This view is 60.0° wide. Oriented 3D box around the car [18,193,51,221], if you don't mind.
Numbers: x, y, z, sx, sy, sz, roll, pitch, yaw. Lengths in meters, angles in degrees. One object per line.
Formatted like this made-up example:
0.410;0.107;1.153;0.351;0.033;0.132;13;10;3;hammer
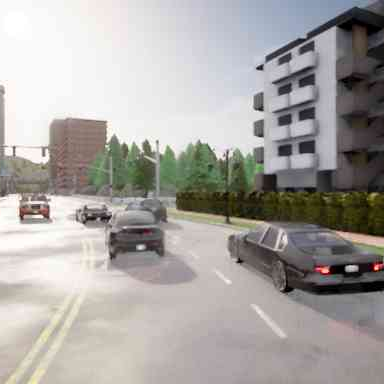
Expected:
-13.057;1.135;27.526;2.150;2.045;5.566;-1;0;-28;car

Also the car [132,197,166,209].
-3.460;1.231;24.175;2.097;1.767;4.553;-1;0;-25;car

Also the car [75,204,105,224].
-7.134;1.504;23.867;1.895;1.301;4.718;-1;0;-27;car

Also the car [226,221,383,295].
2.505;1.480;8.721;2.033;1.411;5.357;0;0;-12;car

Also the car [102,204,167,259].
-2.248;1.445;12.538;1.837;1.490;4.892;0;0;-16;car
